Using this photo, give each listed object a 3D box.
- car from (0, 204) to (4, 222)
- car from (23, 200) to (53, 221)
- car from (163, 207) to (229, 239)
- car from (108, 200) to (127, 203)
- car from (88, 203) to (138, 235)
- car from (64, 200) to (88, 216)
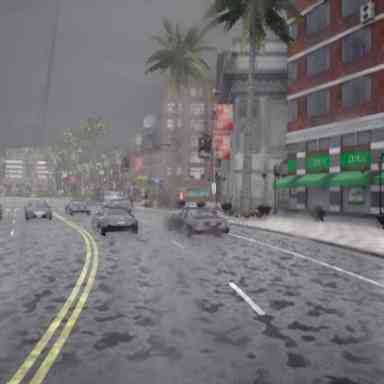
[{"bbox_3d":[-15.540,1.302,25.205,2.097,1.767,4.553,0,0,-27],"label":"car"},{"bbox_3d":[-12.267,1.441,26.495,2.128,1.511,4.902,0,0,-27],"label":"car"},{"bbox_3d":[0.042,1.513,17.407,2.033,1.411,5.357,0,0,-21],"label":"car"},{"bbox_3d":[-7.403,1.484,32.653,2.033,1.411,5.357,0,0,-28],"label":"car"},{"bbox_3d":[-4.411,1.525,18.679,1.994,1.385,4.181,0,0,-24],"label":"car"},{"bbox_3d":[-11.119,1.485,32.206,2.033,1.411,5.357,0,0,-28],"label":"car"}]
